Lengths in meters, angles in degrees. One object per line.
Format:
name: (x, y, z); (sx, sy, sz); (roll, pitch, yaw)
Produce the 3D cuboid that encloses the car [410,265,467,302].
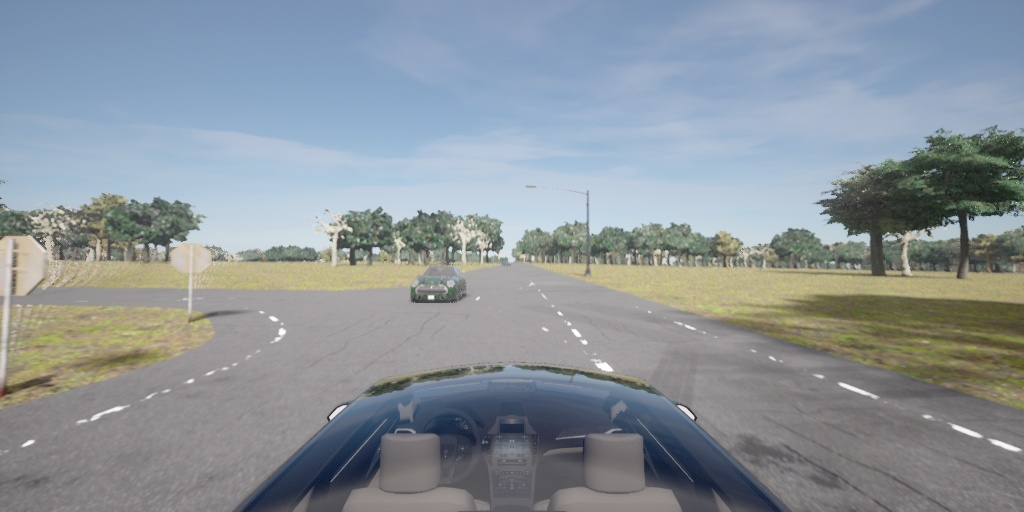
car: (-3.485, 1.260, 17.718); (2.097, 1.767, 4.553); (0, -2, 0)
